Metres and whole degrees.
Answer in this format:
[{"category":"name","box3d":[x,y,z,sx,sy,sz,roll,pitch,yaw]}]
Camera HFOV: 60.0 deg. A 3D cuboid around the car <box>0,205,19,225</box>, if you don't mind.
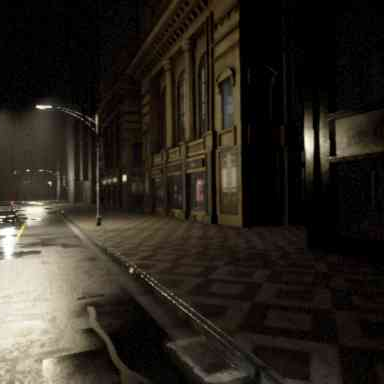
[{"category":"car","box3d":[-14.807,1.785,26.182,2.128,1.511,4.902,-1,0,-24]}]
